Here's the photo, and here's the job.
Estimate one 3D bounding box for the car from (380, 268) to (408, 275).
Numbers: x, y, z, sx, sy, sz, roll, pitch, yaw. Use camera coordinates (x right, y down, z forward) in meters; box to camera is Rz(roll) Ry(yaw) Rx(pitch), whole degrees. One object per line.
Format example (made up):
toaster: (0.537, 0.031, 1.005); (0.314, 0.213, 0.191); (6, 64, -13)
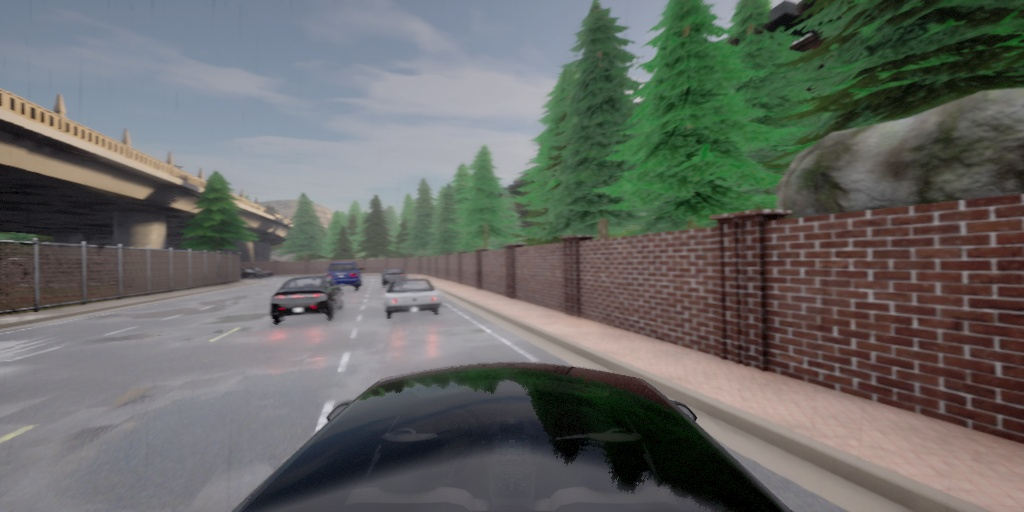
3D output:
car: (-9.443, 1.689, 28.816); (2.128, 1.511, 4.902); (-1, 0, -20)

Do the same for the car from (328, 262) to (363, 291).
car: (-12.352, 1.469, 26.551); (2.150, 2.045, 5.566); (-1, 0, -20)

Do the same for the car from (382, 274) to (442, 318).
car: (-4.036, 1.549, 14.177); (1.895, 1.301, 4.718); (-1, 0, -20)

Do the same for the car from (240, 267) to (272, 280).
car: (-34.869, 2.422, 47.080); (5.008, 1.535, 1.882); (-2, -1, 6)

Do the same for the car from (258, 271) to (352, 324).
car: (-7.526, 1.517, 13.532); (2.128, 1.511, 4.902); (-1, 0, -20)

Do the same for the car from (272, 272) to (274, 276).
car: (-36.379, 2.362, 50.776); (4.553, 1.767, 2.097); (-1, 0, 3)
